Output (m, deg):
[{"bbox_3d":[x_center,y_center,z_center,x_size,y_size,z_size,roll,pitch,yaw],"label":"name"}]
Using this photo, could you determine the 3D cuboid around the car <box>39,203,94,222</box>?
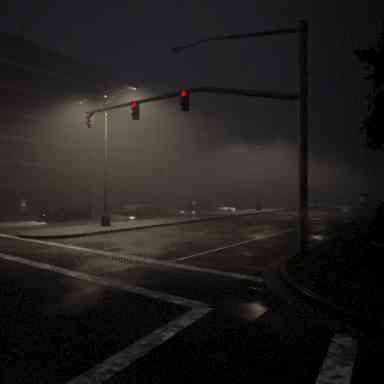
[{"bbox_3d":[-9.943,1.564,26.591,1.994,1.385,4.181,0,0,36],"label":"car"}]

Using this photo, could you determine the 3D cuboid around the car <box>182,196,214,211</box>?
[{"bbox_3d":[0.780,1.352,41.368,2.097,1.767,4.553,0,0,36],"label":"car"}]

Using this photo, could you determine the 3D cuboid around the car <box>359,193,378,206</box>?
[{"bbox_3d":[28.735,1.221,54.037,2.150,2.045,5.566,0,0,36],"label":"car"}]

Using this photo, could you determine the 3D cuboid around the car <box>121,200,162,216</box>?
[{"bbox_3d":[-4.951,1.524,33.472,1.812,1.442,4.674,0,0,36],"label":"car"}]

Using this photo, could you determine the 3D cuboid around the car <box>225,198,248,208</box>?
[{"bbox_3d":[6.619,1.564,49.397,1.994,1.385,4.181,0,0,36],"label":"car"}]
